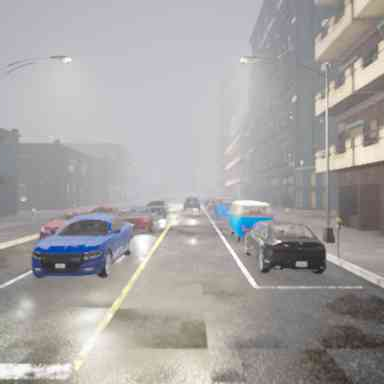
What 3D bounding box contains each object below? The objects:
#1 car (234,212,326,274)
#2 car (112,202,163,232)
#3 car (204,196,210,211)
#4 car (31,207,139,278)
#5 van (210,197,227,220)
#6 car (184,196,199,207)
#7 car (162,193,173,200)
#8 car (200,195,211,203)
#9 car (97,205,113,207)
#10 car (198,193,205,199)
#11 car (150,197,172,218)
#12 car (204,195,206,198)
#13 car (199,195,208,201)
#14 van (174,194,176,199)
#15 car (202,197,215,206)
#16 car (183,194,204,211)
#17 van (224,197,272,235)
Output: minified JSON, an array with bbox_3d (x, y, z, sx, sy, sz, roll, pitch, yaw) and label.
[{"bbox_3d":[2.698,1.537,10.362,2.008,1.369,4.403,1,0,0],"label":"car"},{"bbox_3d":[-3.090,1.536,19.569,1.994,1.385,4.181,0,0,1],"label":"car"},{"bbox_3d":[2.689,1.467,38.435,1.752,1.417,4.829,1,0,0],"label":"car"},{"bbox_3d":[-3.095,1.463,10.330,1.882,1.535,5.008,0,0,0],"label":"car"},{"bbox_3d":[2.696,1.303,27.104,1.690,1.788,3.998,1,0,0],"label":"van"},{"bbox_3d":[-0.018,1.409,50.271,2.128,1.511,4.902,0,0,0],"label":"car"},{"bbox_3d":[-5.701,1.430,71.706,1.947,1.339,4.313,1,0,0],"label":"car"},{"bbox_3d":[2.681,1.424,66.170,1.887,1.381,4.507,1,0,0],"label":"car"},{"bbox_3d":[-5.686,1.514,21.484,1.887,1.381,4.507,1,0,0],"label":"car"},{"bbox_3d":[2.674,1.243,94.072,1.967,1.590,4.097,1,0,0],"label":"car"},{"bbox_3d":[-3.089,1.461,29.827,1.837,1.490,4.892,0,0,1],"label":"car"},{"bbox_3d":[2.686,1.485,49.427,1.947,1.339,4.313,1,0,0],"label":"car"},{"bbox_3d":[2.678,1.401,77.331,2.008,1.369,4.403,1,0,0],"label":"car"},{"bbox_3d":[-5.703,1.160,88.446,1.690,1.788,3.998,1,0,0],"label":"van"},{"bbox_3d":[2.684,1.472,55.008,1.947,1.339,4.313,1,0,0],"label":"car"},{"bbox_3d":[-0.013,1.290,40.232,2.097,1.767,4.553,0,0,0],"label":"car"},{"bbox_3d":[2.699,1.319,15.941,1.690,1.788,3.998,1,0,0],"label":"van"}]
